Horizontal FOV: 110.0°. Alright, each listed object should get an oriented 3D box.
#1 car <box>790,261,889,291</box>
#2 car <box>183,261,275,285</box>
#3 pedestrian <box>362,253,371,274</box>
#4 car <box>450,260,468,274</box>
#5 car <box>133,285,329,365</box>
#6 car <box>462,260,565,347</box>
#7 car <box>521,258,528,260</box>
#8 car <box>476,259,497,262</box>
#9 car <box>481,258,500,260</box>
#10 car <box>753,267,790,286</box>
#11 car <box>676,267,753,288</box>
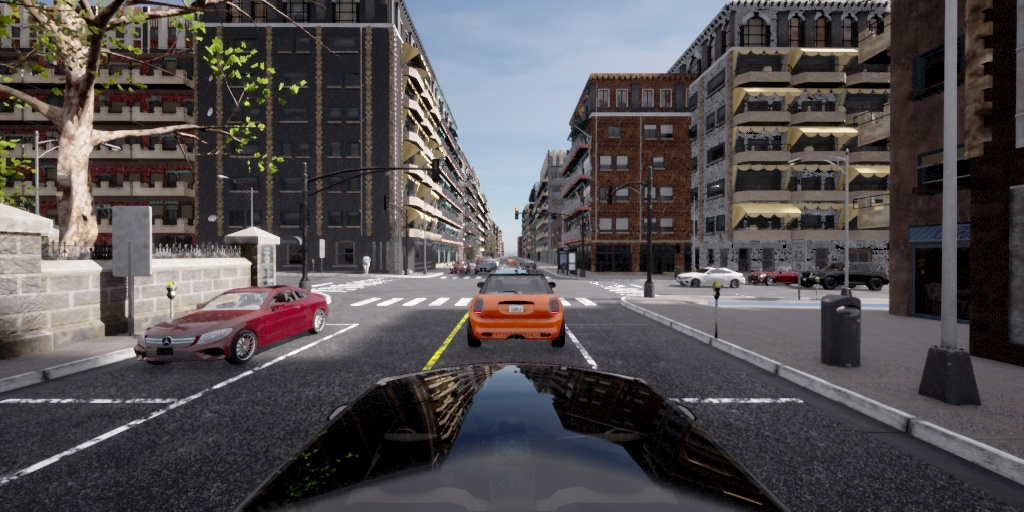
[{"bbox_3d":[24.226,1.417,26.338,5.566,2.045,2.150,1,0,-1],"label":"car"},{"bbox_3d":[-17.676,1.035,22.575,4.181,1.385,1.994,1,0,-1],"label":"car"},{"bbox_3d":[-12.752,0.651,31.374,0.375,1.860,0.375,0,-1,-1],"label":"pedestrian"},{"bbox_3d":[-5.741,1.187,40.391,1.967,1.591,4.097,0,0,0],"label":"car"},{"bbox_3d":[-5.697,1.331,7.980,1.802,1.307,4.207,0,0,0],"label":"car"},{"bbox_3d":[0.117,1.101,9.490,2.097,1.767,4.553,0,0,1],"label":"car"},{"bbox_3d":[2.624,1.298,51.674,2.007,1.370,4.403,0,0,0],"label":"car"},{"bbox_3d":[-3.145,1.312,40.988,1.994,1.385,4.181,0,0,0],"label":"car"},{"bbox_3d":[-3.153,1.312,49.962,1.994,1.385,4.181,0,0,0],"label":"car"},{"bbox_3d":[21.344,1.571,28.864,4.097,1.591,1.967,0,0,-1],"label":"car"},{"bbox_3d":[14.478,1.549,26.211,4.674,1.442,1.812,1,0,-2],"label":"car"}]
